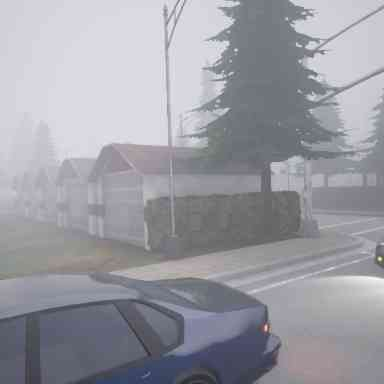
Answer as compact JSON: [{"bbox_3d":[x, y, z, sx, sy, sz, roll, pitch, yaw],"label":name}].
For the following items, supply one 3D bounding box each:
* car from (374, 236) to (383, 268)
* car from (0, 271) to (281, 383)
[{"bbox_3d":[6.459,1.224,8.505,4.181,1.385,1.994,-1,0,-37],"label":"car"},{"bbox_3d":[-1.610,1.539,2.824,5.357,1.411,2.033,-2,1,-34],"label":"car"}]
